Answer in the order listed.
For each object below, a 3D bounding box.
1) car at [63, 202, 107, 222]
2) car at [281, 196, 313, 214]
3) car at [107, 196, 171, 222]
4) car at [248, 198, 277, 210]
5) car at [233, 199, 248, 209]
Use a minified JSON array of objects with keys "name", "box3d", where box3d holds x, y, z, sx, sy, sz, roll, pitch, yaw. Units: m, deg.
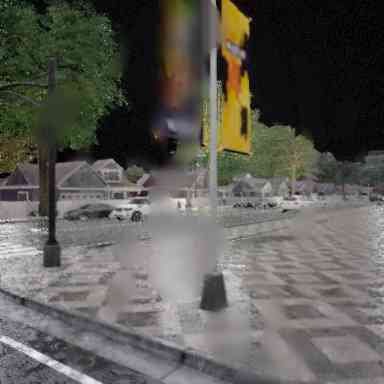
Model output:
[{"name":"car","box3d":[-8.558,1.684,28.437,1.837,1.490,4.892,0,0,38]},{"name":"car","box3d":[12.428,1.439,39.215,2.150,2.045,5.566,0,0,38]},{"name":"car","box3d":[-4.199,1.401,28.724,2.150,2.045,5.566,0,0,38]},{"name":"car","box3d":[10.280,1.594,47.074,2.097,1.767,4.553,0,0,39]},{"name":"car","box3d":[8.142,1.800,49.600,2.033,1.411,5.357,0,0,38]}]
